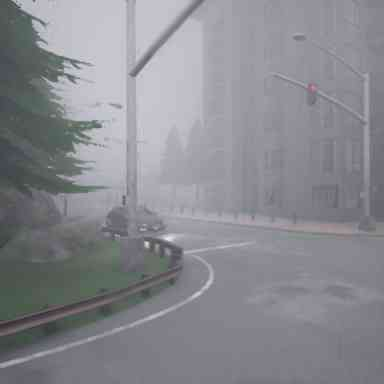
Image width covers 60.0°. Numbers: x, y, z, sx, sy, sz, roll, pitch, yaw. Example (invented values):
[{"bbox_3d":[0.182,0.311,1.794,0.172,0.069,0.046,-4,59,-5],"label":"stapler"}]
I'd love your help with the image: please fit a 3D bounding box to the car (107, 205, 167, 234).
[{"bbox_3d":[-3.260,1.529,18.837,1.837,1.490,4.892,-1,2,-36],"label":"car"}]
